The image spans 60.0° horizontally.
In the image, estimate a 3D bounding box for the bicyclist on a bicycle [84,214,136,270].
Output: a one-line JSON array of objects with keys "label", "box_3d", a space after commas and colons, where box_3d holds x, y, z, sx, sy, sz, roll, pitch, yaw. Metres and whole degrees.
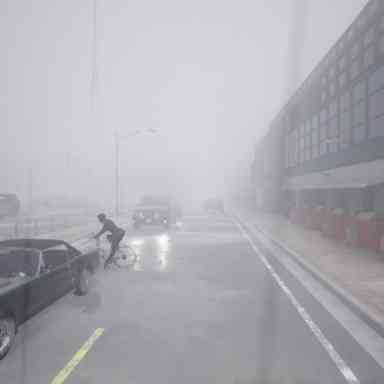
[{"label": "bicyclist on a bicycle", "box_3d": [-2.446, 1.447, 9.649, 1.656, 1.620, 0.582, -1, 1, 3]}]

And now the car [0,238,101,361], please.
[{"label": "car", "box_3d": [-3.311, 1.601, 5.975, 1.895, 1.301, 4.718, 0, 0, 4]}]

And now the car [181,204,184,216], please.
[{"label": "car", "box_3d": [-1.775, 1.358, 27.687, 1.994, 1.385, 4.181, 0, 0, 4]}]

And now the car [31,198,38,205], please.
[{"label": "car", "box_3d": [-21.865, 1.313, 50.298, 4.514, 1.523, 2.007, 0, 0, 4]}]

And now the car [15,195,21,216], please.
[{"label": "car", "box_3d": [-16.015, 1.092, 26.988, 3.866, 1.878, 1.905, 0, 0, 4]}]

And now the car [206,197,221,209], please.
[{"label": "car", "box_3d": [3.092, 1.491, 47.613, 2.128, 1.511, 4.902, 0, 0, 4]}]

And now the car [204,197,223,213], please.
[{"label": "car", "box_3d": [2.473, 1.352, 37.754, 2.097, 1.767, 4.553, 0, 0, 4]}]

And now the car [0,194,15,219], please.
[{"label": "car", "box_3d": [-15.795, 1.113, 24.061, 4.605, 1.855, 1.932, 0, 0, 4]}]

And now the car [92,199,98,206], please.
[{"label": "car", "box_3d": [-15.072, 1.247, 46.179, 3.806, 1.475, 1.970, 0, 0, 4]}]

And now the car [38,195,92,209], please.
[{"label": "car", "box_3d": [-15.172, 1.169, 39.754, 5.027, 1.636, 2.152, 0, 0, 4]}]

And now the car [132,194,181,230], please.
[{"label": "car", "box_3d": [-2.274, 1.214, 21.567, 2.150, 2.045, 5.566, 0, 1, 4]}]
